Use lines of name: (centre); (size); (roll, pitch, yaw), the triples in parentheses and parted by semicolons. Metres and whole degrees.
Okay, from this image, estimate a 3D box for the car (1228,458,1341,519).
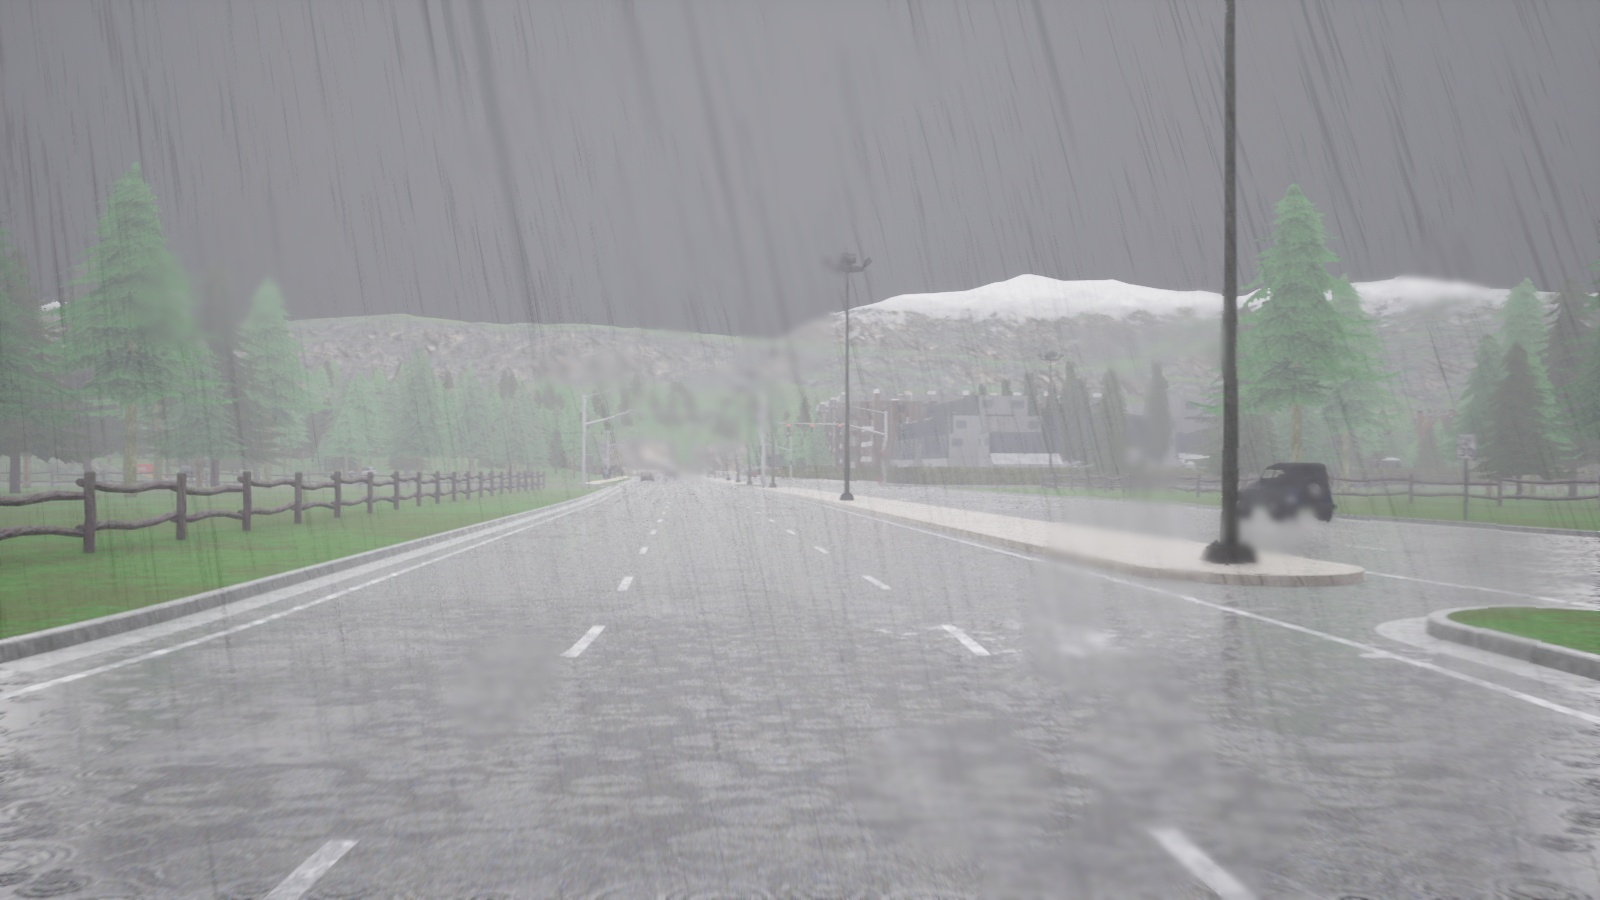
car: (15.767, 1.225, 41.055); (1.905, 1.878, 3.866); (0, -1, -5)
